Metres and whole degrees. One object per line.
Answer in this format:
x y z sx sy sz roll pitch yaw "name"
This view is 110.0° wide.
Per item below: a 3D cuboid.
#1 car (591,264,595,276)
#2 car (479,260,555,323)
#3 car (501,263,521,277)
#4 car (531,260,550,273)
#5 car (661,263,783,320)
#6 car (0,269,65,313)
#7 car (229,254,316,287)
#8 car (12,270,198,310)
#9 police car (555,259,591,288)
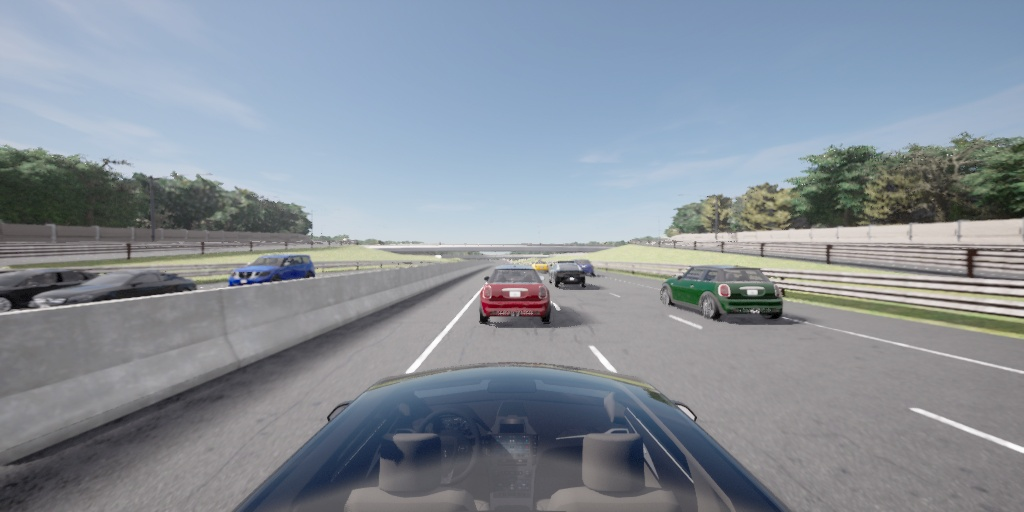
6.916 1.095 36.465 2.097 1.767 4.553 0 0 0 "car"
0.083 1.089 12.209 2.097 1.767 4.553 0 0 0 "car"
-0.087 1.342 35.676 1.895 1.301 4.718 0 0 0 "car"
3.409 1.234 44.004 1.801 1.575 5.366 0 0 0 "car"
7.082 1.089 12.689 2.097 1.767 4.553 0 0 0 "car"
-17.515 1.276 13.089 1.837 1.490 4.892 0 0 0 "car"
-14.139 0.938 21.640 2.150 2.045 5.566 0 1 0 "car"
-14.015 1.276 13.095 1.812 1.442 4.674 0 0 0 "car"
3.543 1.148 23.820 1.930 1.638 5.238 0 0 0 "police car"
